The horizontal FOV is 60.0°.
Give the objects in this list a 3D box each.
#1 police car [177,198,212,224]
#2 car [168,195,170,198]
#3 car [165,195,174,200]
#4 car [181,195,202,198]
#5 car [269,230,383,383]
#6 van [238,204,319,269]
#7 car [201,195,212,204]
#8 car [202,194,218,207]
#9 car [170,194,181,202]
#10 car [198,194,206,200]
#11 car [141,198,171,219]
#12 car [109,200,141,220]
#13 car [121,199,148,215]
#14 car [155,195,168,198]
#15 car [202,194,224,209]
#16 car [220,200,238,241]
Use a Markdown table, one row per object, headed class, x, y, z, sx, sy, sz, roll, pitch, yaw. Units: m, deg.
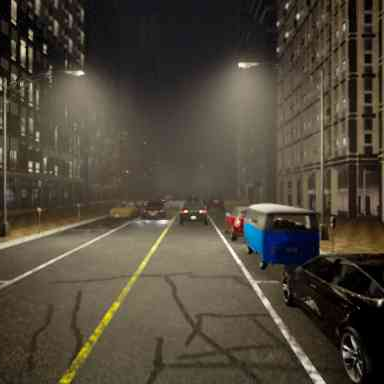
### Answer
| class | x | y | z | sx | sy | sz | roll | pitch | yaw |
| --- | --- | --- | --- | --- | --- | --- | --- | --- | --- |
| police car | 0.100 | 1.468 | 24.300 | 2.038 | 1.542 | 4.974 | 0 | 1 | 0 |
| car | -5.691 | 1.436 | 62.003 | 1.947 | 1.339 | 4.313 | 0 | 0 | 0 |
| car | -5.692 | 1.355 | 84.771 | 2.008 | 1.369 | 4.403 | 0 | 0 | 0 |
| car | 0.098 | 1.272 | 41.530 | 2.097 | 1.767 | 4.553 | 0 | 0 | 0 |
| car | 2.692 | 1.558 | 5.068 | 1.947 | 1.339 | 4.313 | 0 | 0 | 0 |
| van | 2.693 | 1.324 | 10.762 | 1.690 | 1.788 | 3.998 | 0 | 0 | 0 |
| car | 2.690 | 1.394 | 62.160 | 1.752 | 1.417 | 4.829 | 0 | 0 | 0 |
| car | 2.692 | 1.214 | 50.606 | 2.192 | 1.841 | 5.009 | 0 | 0 | 0 |
| car | -3.003 | 1.345 | 70.058 | 1.812 | 1.442 | 4.674 | 0 | 0 | 0 |
| car | 2.689 | 1.352 | 90.451 | 1.947 | 1.339 | 4.313 | 0 | 0 | 0 |
| car | -3.100 | 1.475 | 28.558 | 1.812 | 1.442 | 4.674 | 0 | 0 | 0 |
| car | -5.689 | 1.477 | 27.677 | 1.752 | 1.417 | 4.829 | 0 | 0 | 0 |
| car | -5.690 | 1.489 | 33.541 | 2.008 | 1.369 | 4.403 | 0 | 0 | 0 |
| car | -5.690 | 1.436 | 56.310 | 2.008 | 1.369 | 4.403 | 0 | 0 | 0 |
| car | 2.692 | 1.241 | 39.221 | 2.192 | 1.841 | 5.009 | 0 | 0 | 0 |
| car | 2.692 | 1.413 | 16.453 | 1.967 | 1.590 | 4.097 | 0 | 0 | 0 |
